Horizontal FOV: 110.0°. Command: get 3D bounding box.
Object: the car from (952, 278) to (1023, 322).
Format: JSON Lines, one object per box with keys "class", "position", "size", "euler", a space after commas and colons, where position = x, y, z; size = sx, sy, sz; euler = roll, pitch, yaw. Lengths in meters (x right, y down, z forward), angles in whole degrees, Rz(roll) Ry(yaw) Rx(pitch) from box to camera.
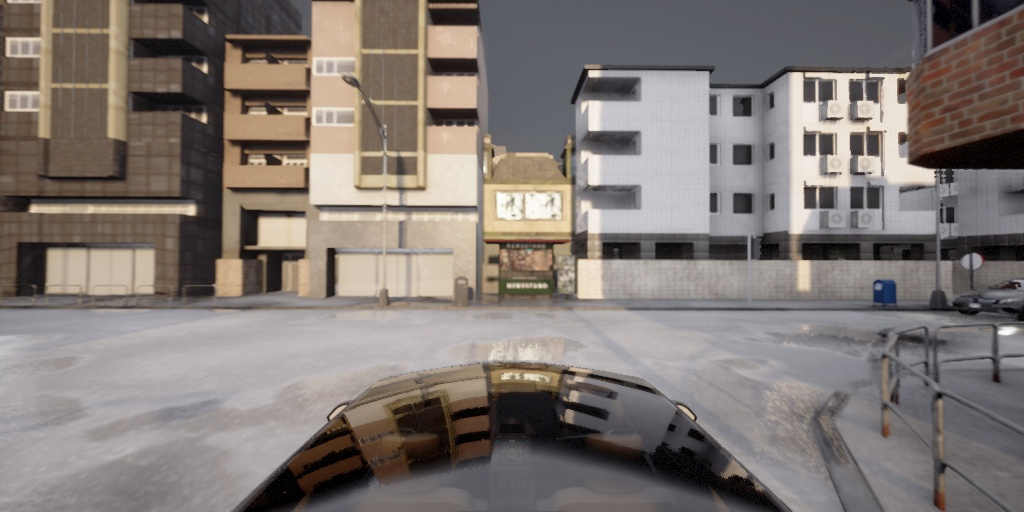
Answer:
{"class": "car", "position": [18.498, 1.480, 12.551], "size": [4.674, 1.442, 1.812], "euler": [0, -1, 0]}
